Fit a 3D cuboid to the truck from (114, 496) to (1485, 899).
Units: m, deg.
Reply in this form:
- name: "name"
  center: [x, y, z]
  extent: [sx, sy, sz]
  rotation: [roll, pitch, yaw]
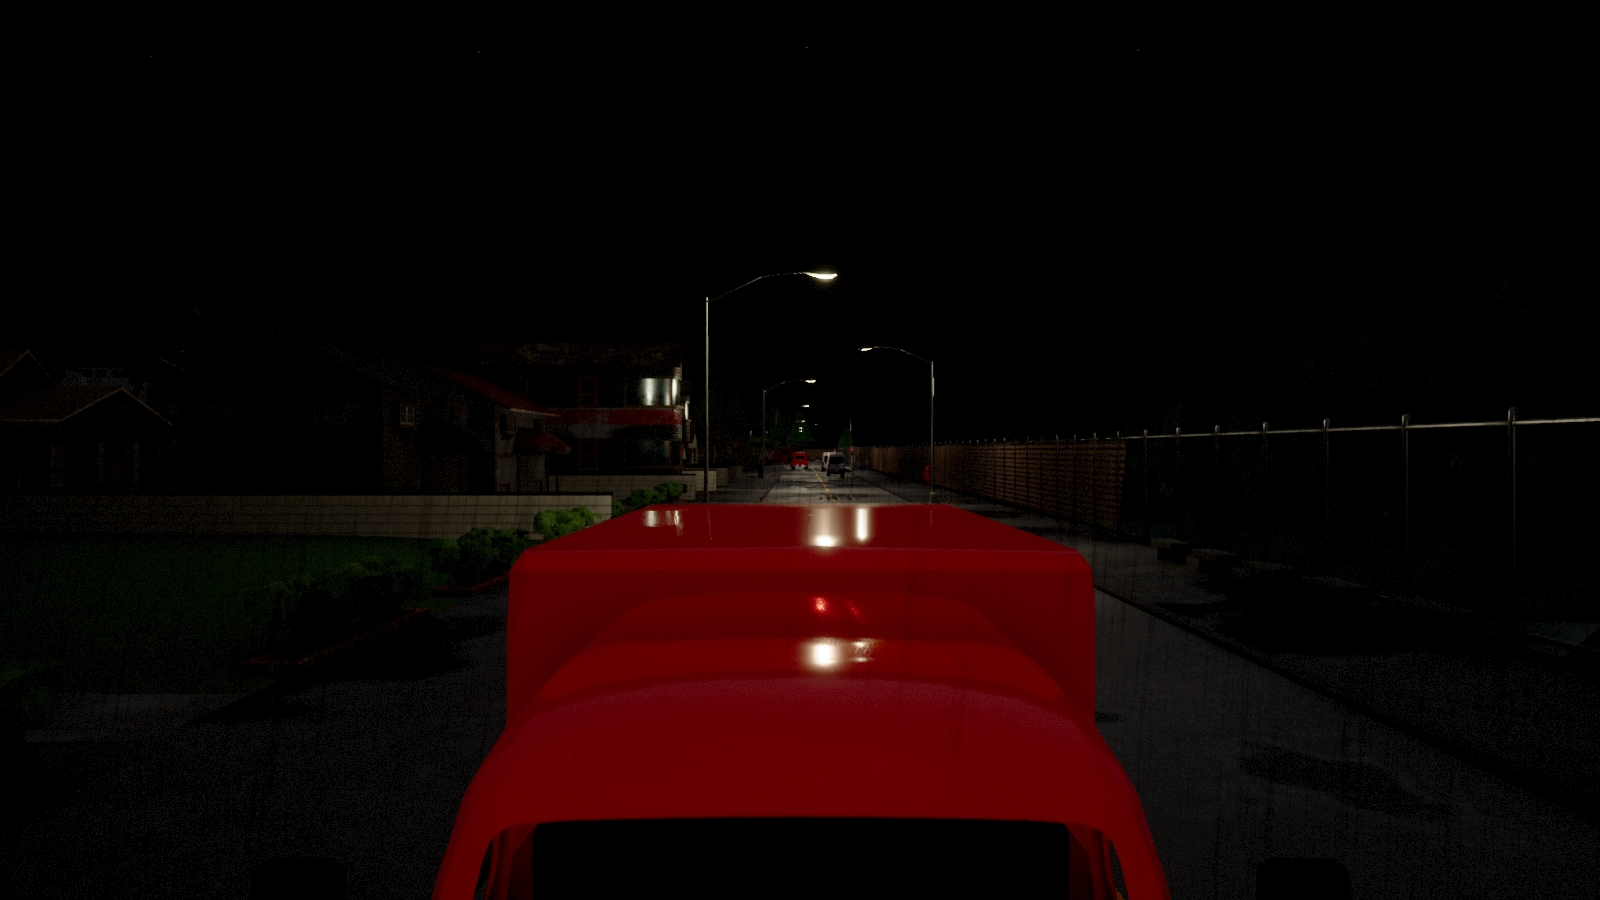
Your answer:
- name: "truck"
  center: [0.000, 1.562, 4.804]
  extent: [2.627, 2.467, 5.204]
  rotation: [0, 1, 0]
